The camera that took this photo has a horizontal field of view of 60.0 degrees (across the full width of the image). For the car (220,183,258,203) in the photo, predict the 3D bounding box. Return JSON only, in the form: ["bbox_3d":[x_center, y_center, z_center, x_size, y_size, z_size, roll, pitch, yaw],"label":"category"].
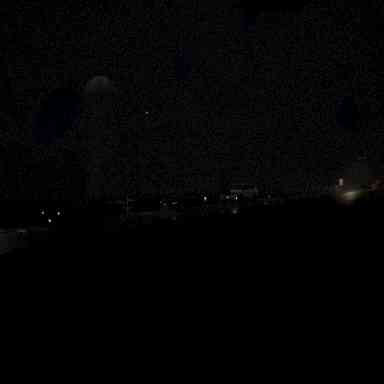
[{"bbox_3d":[5.184,0.107,35.982,2.150,2.045,5.566,-1,1,36],"label":"car"}]

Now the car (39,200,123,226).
[{"bbox_3d":[-6.397,1.150,19.622,1.895,1.301,4.718,-1,1,34],"label":"car"}]

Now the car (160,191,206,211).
[{"bbox_3d":[-0.656,0.717,27.773,1.837,1.490,4.892,-1,1,35],"label":"car"}]

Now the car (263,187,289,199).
[{"bbox_3d":[11.387,0.104,44.633,2.033,1.411,5.357,-1,1,36],"label":"car"}]
